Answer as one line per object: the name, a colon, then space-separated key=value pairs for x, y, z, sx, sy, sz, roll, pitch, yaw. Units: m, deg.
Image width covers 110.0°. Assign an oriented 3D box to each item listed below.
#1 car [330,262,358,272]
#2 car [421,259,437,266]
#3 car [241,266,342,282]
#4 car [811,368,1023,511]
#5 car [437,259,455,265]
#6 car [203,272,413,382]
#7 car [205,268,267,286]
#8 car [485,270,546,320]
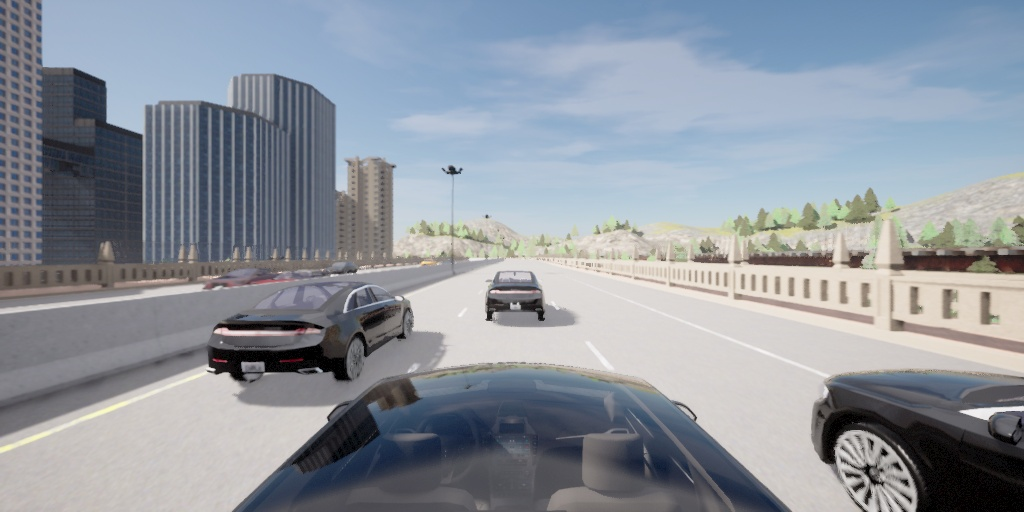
car: x=-17.595 y=1.300 z=37.164 sx=1.812 sy=1.442 sz=4.674 roll=0 pitch=0 yaw=0
car: x=-14.038 y=1.268 z=60.767 sx=1.882 sy=1.535 sz=5.008 roll=0 pitch=0 yaw=1
car: x=-10.602 y=1.362 z=17.756 sx=1.895 sy=1.301 sz=4.718 roll=0 pitch=0 yaw=0
car: x=3.600 y=1.241 z=1.212 sx=2.128 sy=1.511 sz=4.902 roll=0 pitch=0 yaw=0
car: x=-10.550 y=1.293 z=59.534 sx=1.837 sy=1.490 sz=4.892 roll=0 pitch=0 yaw=1
car: x=-3.401 y=1.245 z=7.134 sx=2.128 sy=1.511 sz=4.902 roll=0 pitch=0 yaw=0
car: x=-14.100 y=1.327 z=19.268 sx=1.994 sy=1.385 sz=4.181 roll=0 pitch=0 yaw=0
car: x=0.099 y=1.249 z=12.639 sx=2.128 sy=1.511 sz=4.902 roll=0 pitch=0 yaw=0
